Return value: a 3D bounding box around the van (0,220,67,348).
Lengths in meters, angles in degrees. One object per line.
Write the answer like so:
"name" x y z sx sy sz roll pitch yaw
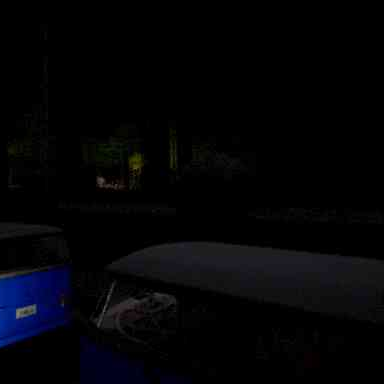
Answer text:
"van" -3.696 1.346 5.486 3.998 1.788 1.690 0 0 35

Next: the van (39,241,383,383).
"van" 0.910 1.342 2.200 3.998 1.788 1.690 0 0 35
